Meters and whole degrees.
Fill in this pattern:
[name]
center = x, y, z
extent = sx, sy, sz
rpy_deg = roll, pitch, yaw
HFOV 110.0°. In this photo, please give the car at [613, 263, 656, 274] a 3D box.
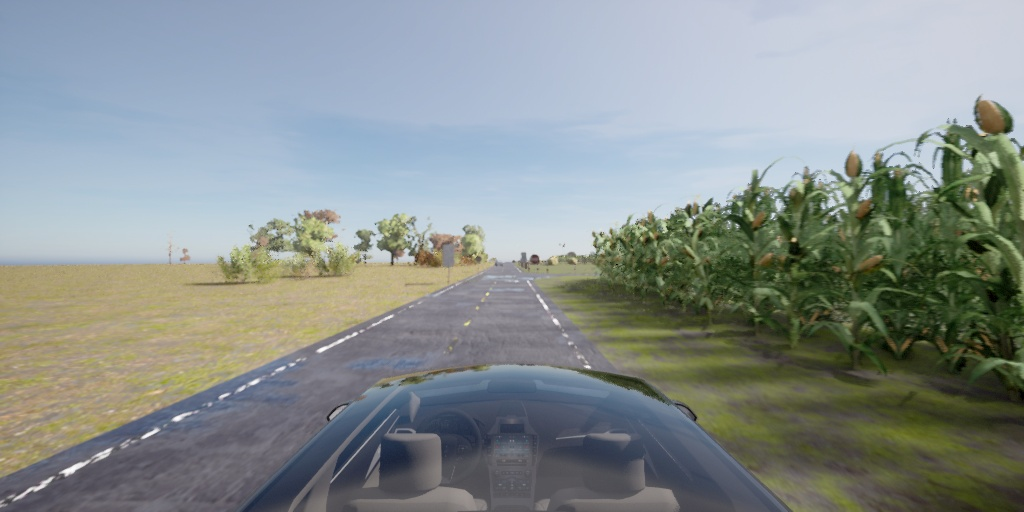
[car]
center = 13.955, 1.325, 40.599
extent = 5.008, 1.535, 1.882
rpy_deg = -1, -1, -1
